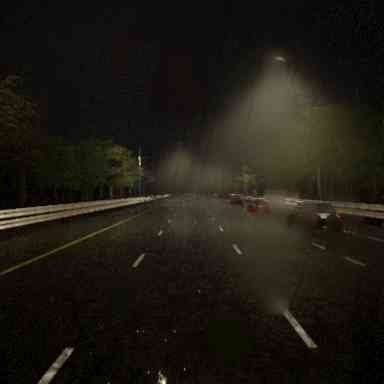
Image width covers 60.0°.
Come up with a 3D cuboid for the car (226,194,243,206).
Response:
[{"bbox_3d":[7.064,1.515,53.459,1.812,1.442,4.674,0,0,0],"label":"car"}]

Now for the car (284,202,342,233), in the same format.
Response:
[{"bbox_3d":[7.018,1.346,19.812,2.097,1.767,4.553,0,0,0],"label":"car"}]

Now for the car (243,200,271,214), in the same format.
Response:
[{"bbox_3d":[7.041,1.556,35.568,1.994,1.385,4.181,0,0,0],"label":"car"}]
